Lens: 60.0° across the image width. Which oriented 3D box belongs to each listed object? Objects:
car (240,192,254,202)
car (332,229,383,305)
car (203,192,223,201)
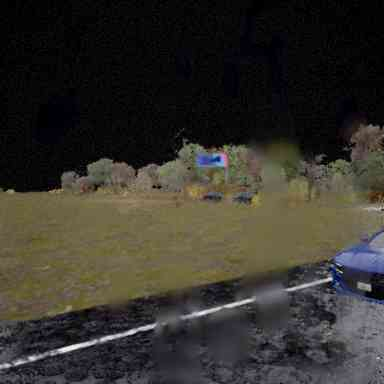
[{"bbox_3d":[10.230,1.084,67.644,2.150,2.045,5.566,0,-1,-33],"label":"car"},{"bbox_3d":[5.209,1.472,7.585,5.008,1.535,1.882,0,0,-35],"label":"car"},{"bbox_3d":[4.693,0.961,75.903,2.150,2.045,5.566,0,0,-34],"label":"car"}]
